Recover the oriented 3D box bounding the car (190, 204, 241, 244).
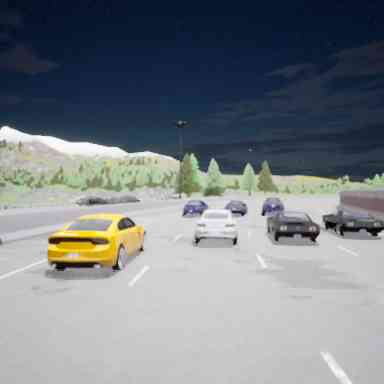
[{"bbox_3d":[1.196,1.504,15.695,1.812,1.442,4.674,0,0,6],"label":"car"}]

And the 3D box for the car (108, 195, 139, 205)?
[{"bbox_3d":[-9.538,1.250,48.063,2.097,1.767,4.553,0,0,19],"label":"car"}]

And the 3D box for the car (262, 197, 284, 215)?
[{"bbox_3d":[8.200,1.323,33.530,2.097,1.767,4.553,0,0,14],"label":"car"}]

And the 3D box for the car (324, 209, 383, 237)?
[{"bbox_3d":[8.581,1.596,18.251,1.895,1.301,4.718,0,0,8],"label":"car"}]

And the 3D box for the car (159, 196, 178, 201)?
[{"bbox_3d":[-3.719,1.397,53.915,2.128,1.511,4.902,0,0,21],"label":"car"}]

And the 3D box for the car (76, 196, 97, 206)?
[{"bbox_3d":[-15.817,1.367,51.356,2.128,1.511,4.902,0,0,19],"label":"car"}]

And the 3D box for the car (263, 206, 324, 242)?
[{"bbox_3d":[4.782,1.589,16.378,1.895,1.301,4.718,0,0,7],"label":"car"}]

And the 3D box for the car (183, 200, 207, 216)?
[{"bbox_3d":[0.417,1.478,31.249,1.812,1.442,4.674,0,0,13],"label":"car"}]

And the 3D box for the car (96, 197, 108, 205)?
[{"bbox_3d":[-12.226,1.450,51.047,1.994,1.385,4.181,0,0,19],"label":"car"}]

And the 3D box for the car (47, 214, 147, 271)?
[{"bbox_3d":[-2.814,1.453,10.914,1.882,1.535,5.008,0,0,4],"label":"car"}]

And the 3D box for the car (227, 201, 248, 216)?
[{"bbox_3d":[4.379,1.525,32.690,1.994,1.385,4.181,0,0,14],"label":"car"}]
